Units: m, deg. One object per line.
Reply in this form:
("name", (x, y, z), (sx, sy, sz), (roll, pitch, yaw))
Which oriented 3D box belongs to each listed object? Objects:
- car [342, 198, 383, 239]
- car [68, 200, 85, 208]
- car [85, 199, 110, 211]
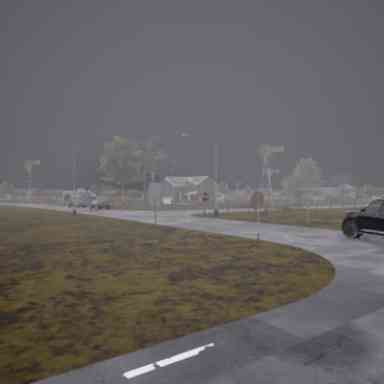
("car", (9.003, 1.248, 14.544), (2.150, 2.045, 5.566), (0, 0, -9))
("car", (-19.256, 2.009, 55.677), (2.033, 1.411, 5.357), (-1, -1, -36))
("car", (-13.218, 1.824, 47.342), (1.837, 1.490, 4.892), (-1, 0, -35))
